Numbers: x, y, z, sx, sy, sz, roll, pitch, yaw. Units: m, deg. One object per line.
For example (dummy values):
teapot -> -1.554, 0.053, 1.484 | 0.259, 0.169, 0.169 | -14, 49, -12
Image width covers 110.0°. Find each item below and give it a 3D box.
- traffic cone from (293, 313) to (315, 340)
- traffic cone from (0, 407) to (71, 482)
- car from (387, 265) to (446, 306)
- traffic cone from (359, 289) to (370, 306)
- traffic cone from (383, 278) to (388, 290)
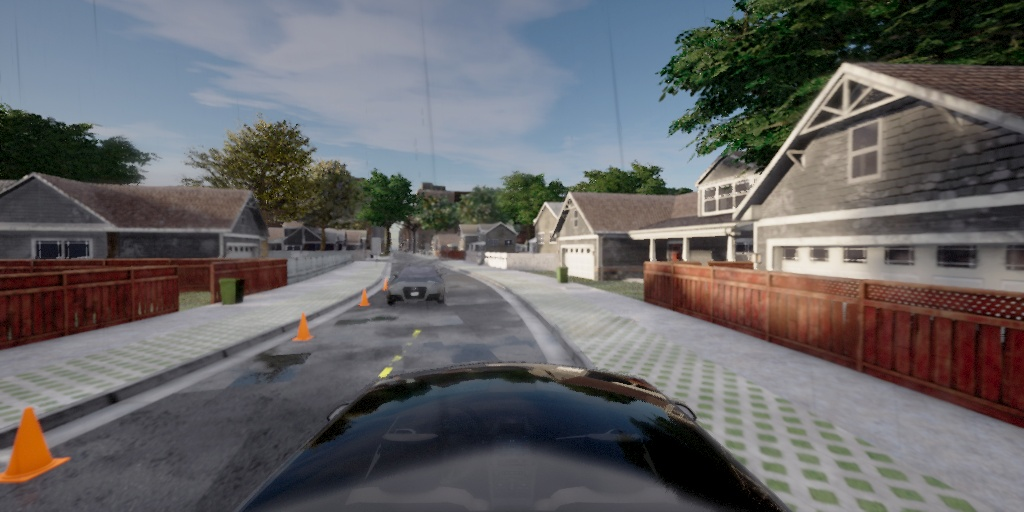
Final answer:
traffic cone -> -4.721, 1.579, 8.130 | 0.340, 0.580, 0.340 | 0, 0, -5
traffic cone -> -4.426, 1.680, 3.295 | 0.340, 0.580, 0.340 | 0, 0, -2
car -> -3.646, 1.057, 14.166 | 1.994, 1.385, 4.181 | 0, 1, -10
traffic cone -> -5.315, 1.478, 12.939 | 0.340, 0.580, 0.340 | 0, 0, -9
traffic cone -> -6.206, 1.378, 17.701 | 0.340, 0.580, 0.340 | 0, 0, -12
